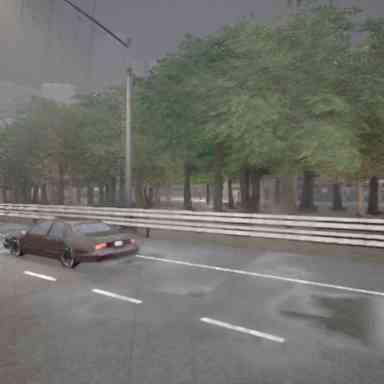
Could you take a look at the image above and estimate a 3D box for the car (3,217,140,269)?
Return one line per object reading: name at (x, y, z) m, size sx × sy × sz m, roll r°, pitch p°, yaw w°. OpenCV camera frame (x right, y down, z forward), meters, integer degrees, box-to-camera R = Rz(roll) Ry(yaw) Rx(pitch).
car at (-4.183, 1.549, 11.153) m, size 5.357 × 1.411 × 2.033 m, roll 0°, pitch 0°, yaw 36°
